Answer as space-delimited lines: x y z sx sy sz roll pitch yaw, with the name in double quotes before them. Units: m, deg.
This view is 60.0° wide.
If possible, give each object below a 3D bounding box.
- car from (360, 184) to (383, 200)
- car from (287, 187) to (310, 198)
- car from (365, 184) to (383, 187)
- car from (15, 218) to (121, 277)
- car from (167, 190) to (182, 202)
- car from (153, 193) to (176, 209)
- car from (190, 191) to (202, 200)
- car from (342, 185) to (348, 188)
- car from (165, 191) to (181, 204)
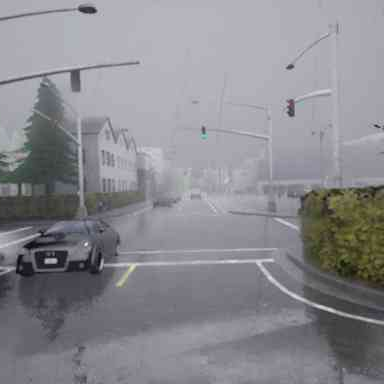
"car" 22.844 -0.067 41.079 1.932 1.855 4.605 -2 1 0
"car" 16.007 0.204 51.160 2.007 1.523 4.514 -2 1 0
"car" 19.483 0.127 33.244 1.905 1.878 3.866 -2 1 0
"car" -3.424 1.495 9.918 1.994 1.385 4.181 -2 -1 -2
"car" -2.924 0.591 55.484 2.097 1.767 4.553 -2 1 1
"car" -3.162 1.111 36.778 1.895 1.301 4.718 -2 1 1
"car" 0.705 0.583 60.432 1.812 1.442 4.674 -2 1 1
"car" 26.148 -0.357 58.430 2.152 1.636 5.027 -2 1 0
"car" -3.031 0.731 45.751 2.097 1.767 4.553 -2 1 1
